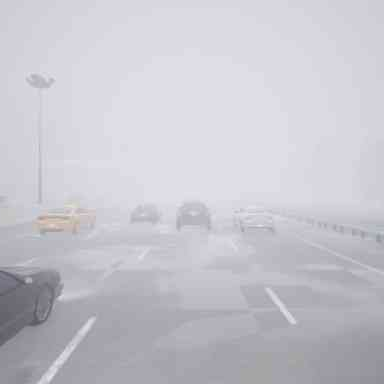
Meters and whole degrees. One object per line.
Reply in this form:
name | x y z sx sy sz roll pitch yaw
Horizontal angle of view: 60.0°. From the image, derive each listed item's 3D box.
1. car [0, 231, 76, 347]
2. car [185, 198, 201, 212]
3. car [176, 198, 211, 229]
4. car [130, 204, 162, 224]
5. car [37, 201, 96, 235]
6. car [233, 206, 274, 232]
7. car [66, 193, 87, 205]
car | -3.399 1.548 4.004 2.033 1.411 5.357 0 0 0
car | 0.102 1.510 40.691 1.837 1.490 4.892 0 0 0
car | 0.102 1.355 21.748 2.097 1.767 4.553 0 0 0
car | -3.398 1.567 25.134 1.994 1.385 4.181 0 0 0
car | -6.898 1.480 18.820 1.882 1.535 5.008 0 0 0
car | 3.602 1.528 19.788 1.812 1.442 4.674 0 0 0
car | -21.234 1.230 61.532 2.150 2.045 5.566 0 0 -2
